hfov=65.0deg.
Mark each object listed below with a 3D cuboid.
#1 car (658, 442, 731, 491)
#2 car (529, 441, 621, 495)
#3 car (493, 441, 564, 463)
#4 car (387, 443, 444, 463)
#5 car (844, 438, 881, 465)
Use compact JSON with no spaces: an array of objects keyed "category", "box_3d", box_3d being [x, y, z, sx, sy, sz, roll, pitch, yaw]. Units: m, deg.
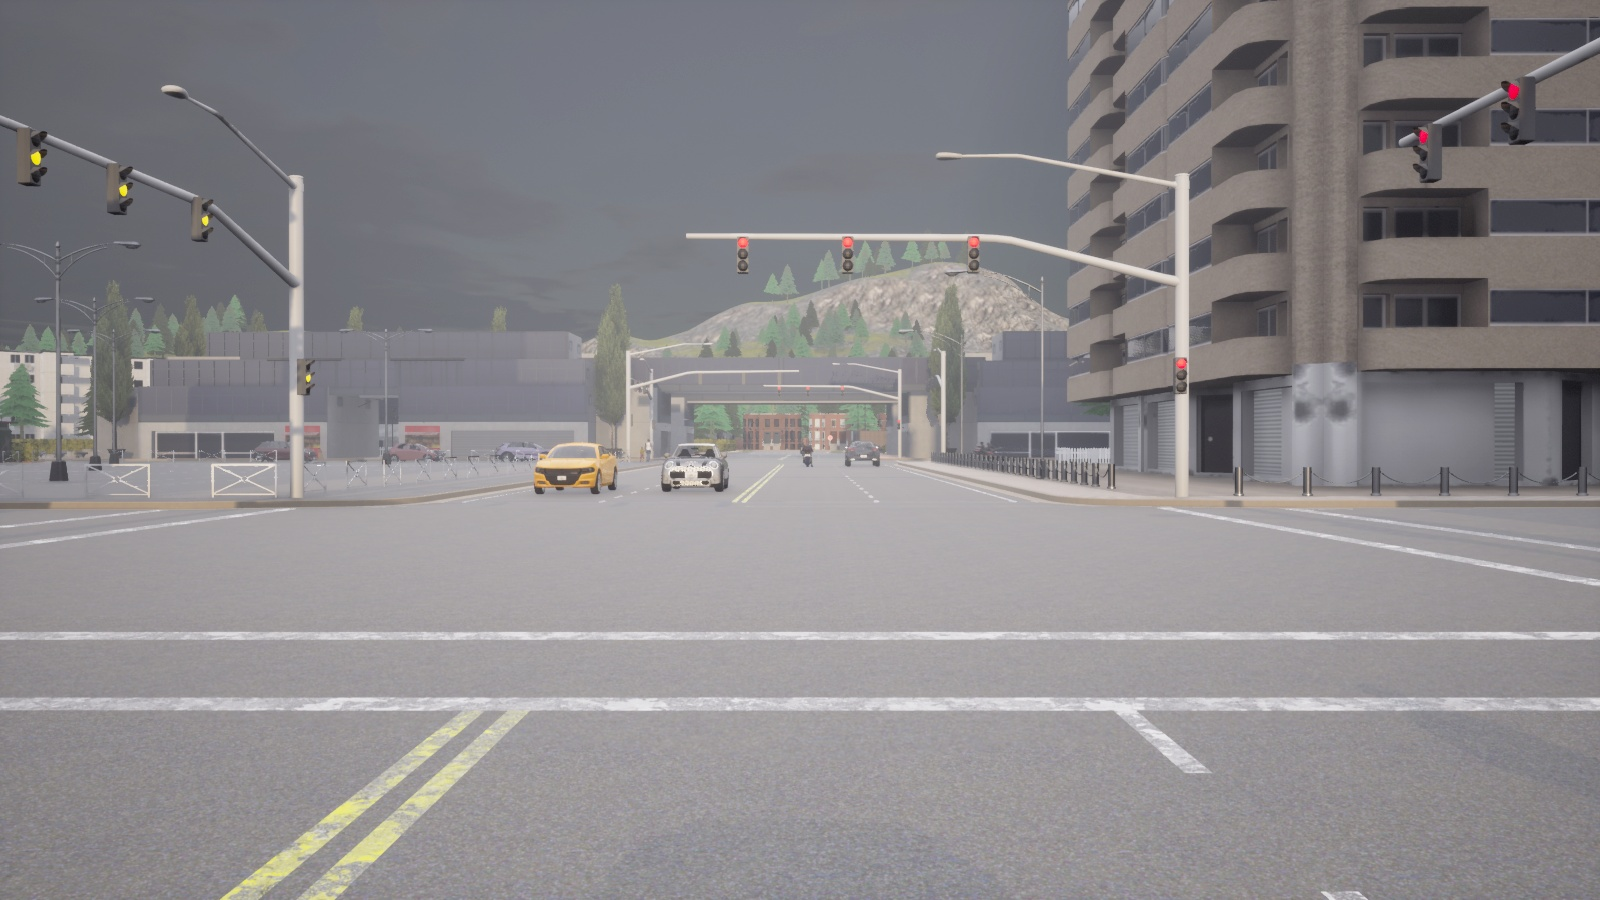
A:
[{"category":"car","box_3d":[-3.257,0.486,39.460,1.970,1.475,3.806,0,0,0]},{"category":"car","box_3d":[-6.764,0.503,38.227,1.882,1.535,5.008,0,0,0]},{"category":"car","box_3d":[-20.163,0.133,93.345,4.856,1.649,2.033,0,0,1]},{"category":"car","box_3d":[-28.654,0.209,93.600,3.633,1.501,1.845,0,0,2]},{"category":"car","box_3d":[3.982,0.073,80.615,2.152,1.651,5.027,0,0,0]}]
